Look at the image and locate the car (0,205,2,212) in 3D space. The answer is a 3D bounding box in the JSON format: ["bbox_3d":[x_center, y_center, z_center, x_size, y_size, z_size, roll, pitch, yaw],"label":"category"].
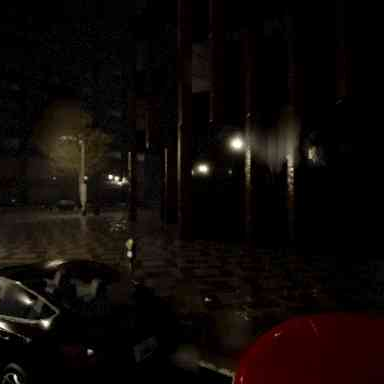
[{"bbox_3d":[-21.890,1.706,33.438,1.837,1.490,4.892,0,0,35],"label":"car"}]

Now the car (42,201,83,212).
[{"bbox_3d":[-16.158,1.781,41.519,1.895,1.301,4.718,0,0,35],"label":"car"}]

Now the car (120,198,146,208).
[{"bbox_3d":[-9.045,1.682,51.532,1.812,1.442,4.674,0,0,35],"label":"car"}]

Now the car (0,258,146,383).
[{"bbox_3d":[-2.140,1.594,4.486,4.313,1.339,1.947,0,0,35],"label":"car"}]

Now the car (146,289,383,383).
[{"bbox_3d":[2.449,1.306,1.217,5.009,1.841,2.192,0,0,35],"label":"car"}]
